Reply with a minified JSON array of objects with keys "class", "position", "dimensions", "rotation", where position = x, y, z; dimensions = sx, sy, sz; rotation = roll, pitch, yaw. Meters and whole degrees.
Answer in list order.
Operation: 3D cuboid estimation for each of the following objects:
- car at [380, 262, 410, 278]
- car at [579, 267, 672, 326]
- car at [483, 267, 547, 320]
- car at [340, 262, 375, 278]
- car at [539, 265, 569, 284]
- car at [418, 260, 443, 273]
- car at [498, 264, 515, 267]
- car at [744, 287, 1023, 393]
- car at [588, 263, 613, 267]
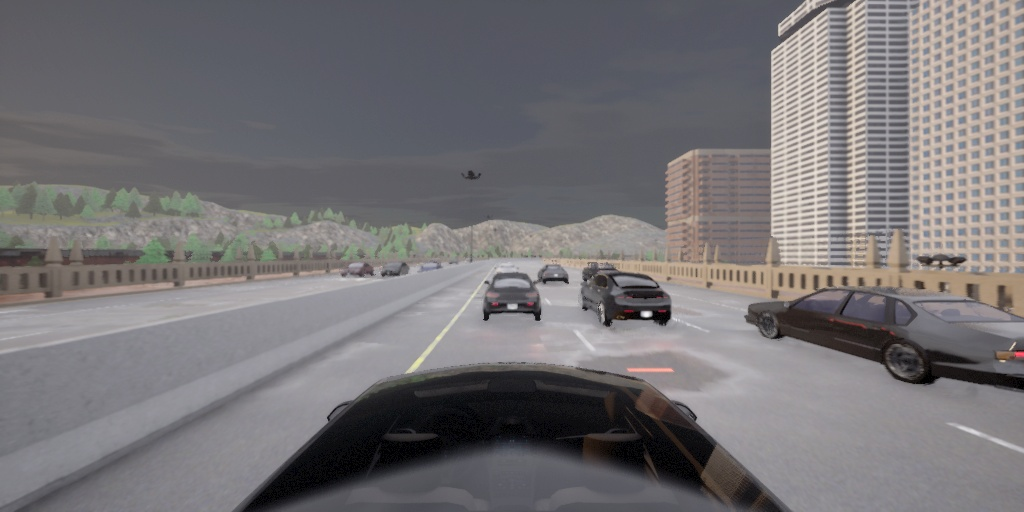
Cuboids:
[{"class":"car","position":[-11.304,1.305,35.028],"dimensions":[1.837,1.490,4.892],"rotation":[0,0,-2]},{"class":"car","position":[3.492,1.270,11.814],"dimensions":[1.837,1.490,4.892],"rotation":[0,0,-1]},{"class":"car","position":[-0.024,1.292,12.609],"dimensions":[1.812,1.442,4.674],"rotation":[0,0,-1]},{"class":"car","position":[-14.794,1.325,34.636],"dimensions":[1.812,1.442,4.674],"rotation":[0,0,-2]},{"class":"car","position":[3.097,1.352,27.671],"dimensions":[1.994,1.385,4.181],"rotation":[0,0,-2]},{"class":"car","position":[-7.798,1.325,34.850],"dimensions":[1.812,1.442,4.674],"rotation":[0,0,-2]},{"class":"car","position":[-0.424,1.315,28.065],"dimensions":[1.812,1.442,4.674],"rotation":[0,0,-2]},{"class":"car","position":[7.049,1.305,6.981],"dimensions":[2.033,1.411,5.357],"rotation":[0,0,0]},{"class":"car","position":[6.611,1.279,27.212],"dimensions":[2.128,1.511,4.902],"rotation":[0,0,-2]}]
